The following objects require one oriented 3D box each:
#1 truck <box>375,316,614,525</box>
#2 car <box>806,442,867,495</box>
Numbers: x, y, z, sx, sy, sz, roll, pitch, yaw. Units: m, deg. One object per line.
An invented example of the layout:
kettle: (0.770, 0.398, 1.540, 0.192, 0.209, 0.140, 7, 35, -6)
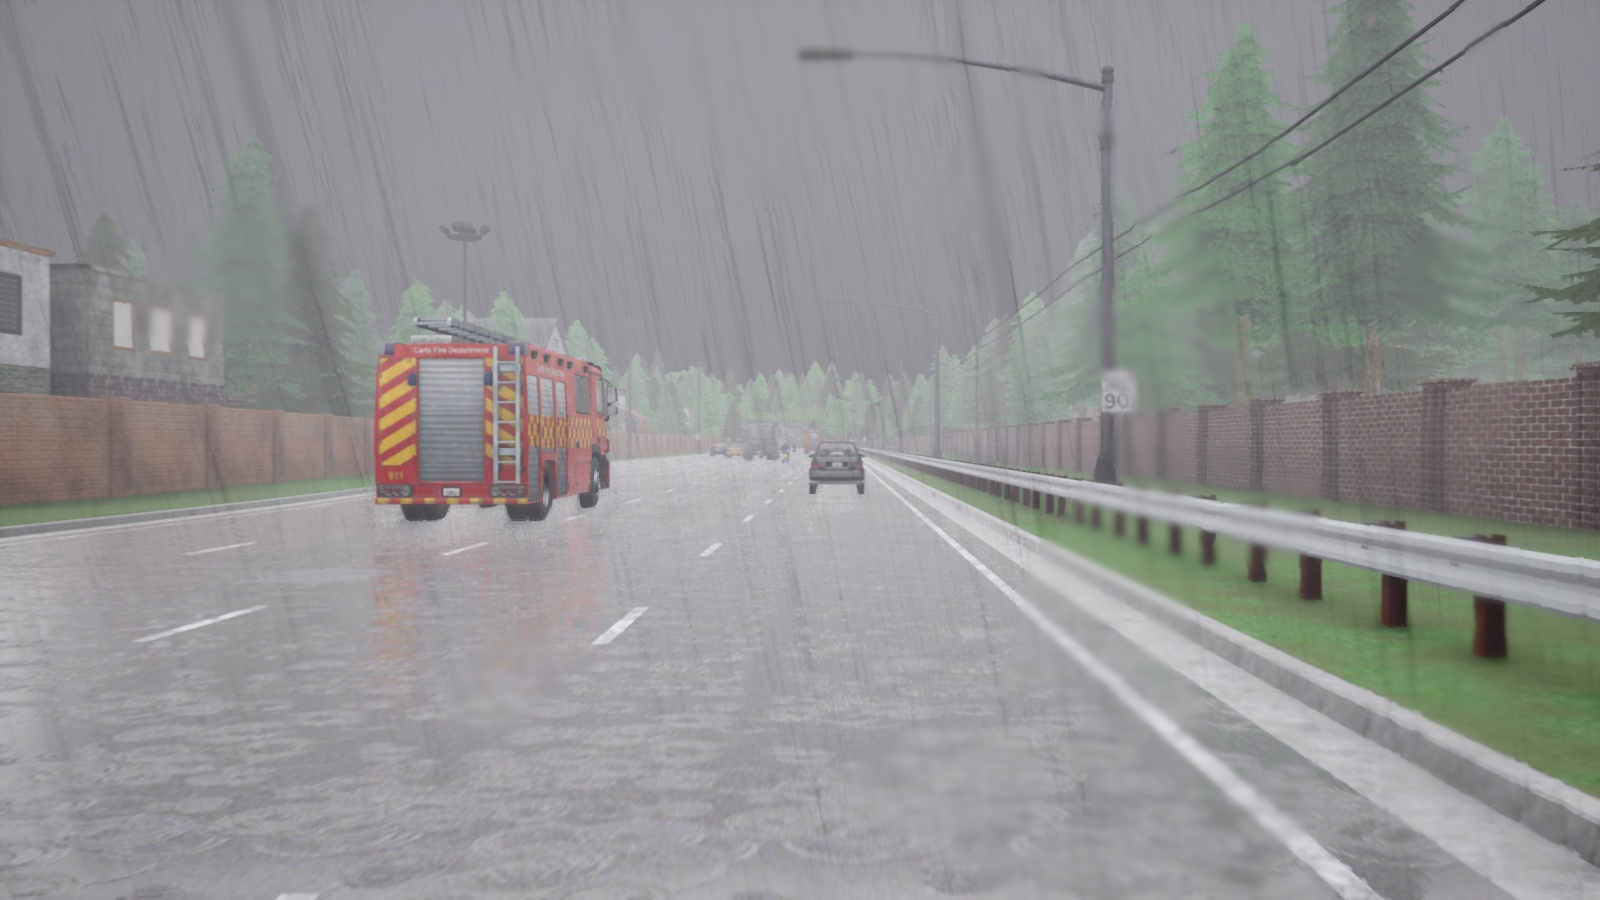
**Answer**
truck: (-6.226, -0.565, 27.222, 2.891, 3.827, 8.468, 0, 0, 2)
car: (1.117, 0.526, 38.810, 1.789, 1.549, 3.705, 0, 0, 2)
